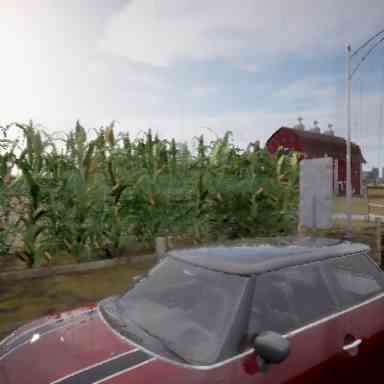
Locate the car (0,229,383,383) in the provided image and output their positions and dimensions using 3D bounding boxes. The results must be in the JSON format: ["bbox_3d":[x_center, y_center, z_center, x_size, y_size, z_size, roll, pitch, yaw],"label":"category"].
[{"bbox_3d":[0.325,1.344,3.282,4.553,1.767,2.097,0,0,-35],"label":"car"}]
